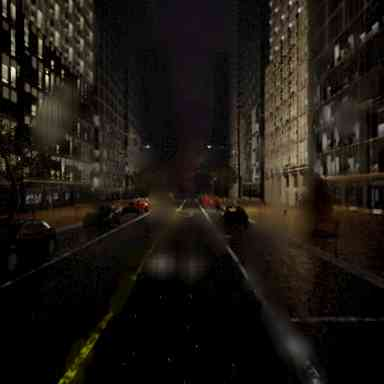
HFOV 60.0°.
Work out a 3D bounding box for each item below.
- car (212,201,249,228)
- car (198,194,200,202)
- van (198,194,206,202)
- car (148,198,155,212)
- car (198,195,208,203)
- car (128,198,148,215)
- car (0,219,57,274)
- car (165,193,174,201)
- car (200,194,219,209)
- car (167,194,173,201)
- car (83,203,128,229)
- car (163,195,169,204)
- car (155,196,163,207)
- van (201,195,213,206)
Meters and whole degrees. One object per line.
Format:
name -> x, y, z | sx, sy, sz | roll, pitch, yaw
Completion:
car -> 2.613, 1.553, 21.815 | 2.008, 1.369, 4.403 | -1, 0, 0
car -> 2.511, 1.323, 50.235 | 2.192, 1.841, 5.009 | -1, 0, 0
van -> 2.411, 1.351, 78.652 | 1.690, 1.788, 3.998 | -1, 0, 0
car -> -5.829, 1.455, 38.837 | 1.967, 1.590, 4.097 | -1, 0, 0
car -> 2.432, 1.450, 72.969 | 1.967, 1.590, 4.097 | -1, 0, 0
car -> -5.807, 1.596, 33.153 | 1.802, 1.307, 4.206 | -1, 0, 0
car -> -5.728, 1.560, 10.419 | 2.008, 1.369, 4.403 | -1, 0, 0
car -> -6.009, 1.334, 89.990 | 2.192, 1.841, 5.009 | -1, 0, 0
car -> 2.530, 1.322, 44.550 | 2.192, 1.841, 5.009 | -1, 0, 0
car -> -5.947, 1.570, 72.939 | 2.008, 1.369, 4.403 | -1, 0, 0
car -> -5.768, 1.563, 21.786 | 2.008, 1.369, 4.403 | -1, 0, 0
car -> -5.907, 1.585, 61.572 | 1.947, 1.339, 4.313 | -1, 0, 0
car -> -5.867, 1.543, 50.035 | 1.752, 1.417, 4.829 | -1, 0, 0
van -> 2.491, 1.350, 55.918 | 1.690, 1.788, 3.998 | -1, 0, 0
